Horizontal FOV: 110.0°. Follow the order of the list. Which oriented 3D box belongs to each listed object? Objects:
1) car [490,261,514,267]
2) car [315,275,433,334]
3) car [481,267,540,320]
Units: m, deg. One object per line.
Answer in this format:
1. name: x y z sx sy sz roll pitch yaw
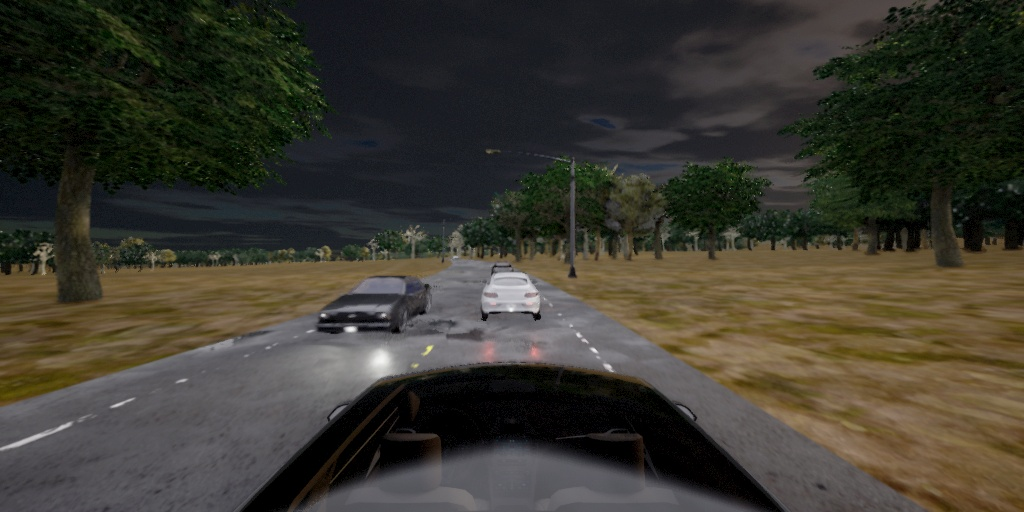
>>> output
1. car: -0.874 1.191 31.319 2.128 1.511 4.902 0 0 -4
2. car: -3.718 1.290 10.828 2.033 1.411 5.357 0 0 -1
3. car: -0.077 1.264 12.464 1.812 1.442 4.674 0 0 -1
